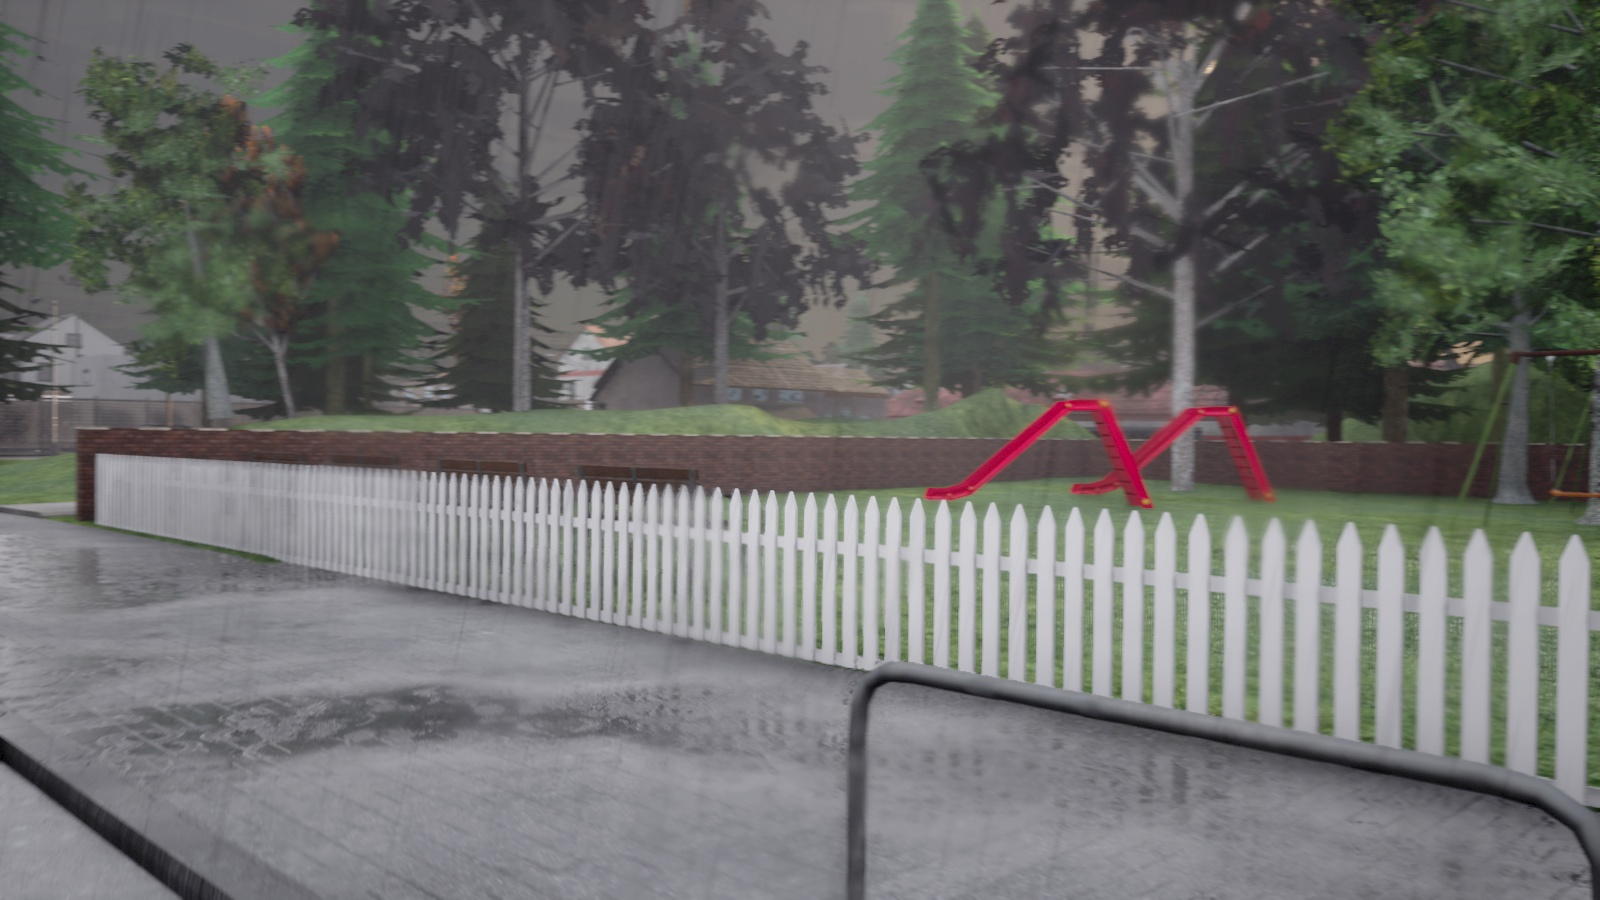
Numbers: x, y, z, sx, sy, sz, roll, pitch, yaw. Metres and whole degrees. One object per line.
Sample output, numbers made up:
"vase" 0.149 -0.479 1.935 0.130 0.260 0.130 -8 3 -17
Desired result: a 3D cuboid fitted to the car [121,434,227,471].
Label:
"car" -32.853 0.080 65.959 4.605 1.855 1.932 -1 1 -45
